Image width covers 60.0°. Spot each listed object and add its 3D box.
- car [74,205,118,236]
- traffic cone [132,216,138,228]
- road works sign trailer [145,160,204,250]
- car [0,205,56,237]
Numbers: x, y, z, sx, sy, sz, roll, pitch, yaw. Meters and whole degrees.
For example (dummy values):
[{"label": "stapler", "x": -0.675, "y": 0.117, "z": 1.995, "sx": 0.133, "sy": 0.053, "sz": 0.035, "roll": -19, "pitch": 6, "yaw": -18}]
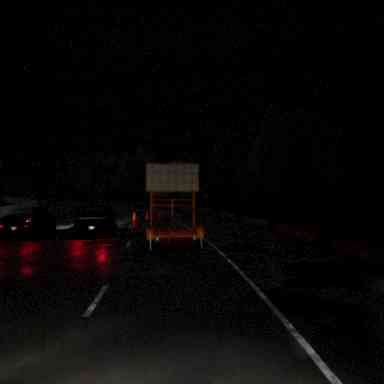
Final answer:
[{"label": "car", "x": -5.197, "y": 1.471, "z": 18.233, "sx": 2.128, "sy": 1.511, "sz": 4.902, "roll": 0, "pitch": 0, "yaw": -9}, {"label": "traffic cone", "x": -3.570, "y": 1.932, "z": 20.947, "sx": 0.340, "sy": 0.580, "sz": 0.340, "roll": 0, "pitch": 0, "yaw": -10}, {"label": "road works sign trailer", "x": -0.851, "y": 0.448, "z": 14.325, "sx": 2.380, "sy": 3.560, "sz": 2.880, "roll": 0, "pitch": 0, "yaw": -10}, {"label": "car", "x": -8.634, "y": 1.506, "z": 17.702, "sx": 1.812, "sy": 1.442, "sz": 4.674, "roll": 0, "pitch": 0, "yaw": -9}]
